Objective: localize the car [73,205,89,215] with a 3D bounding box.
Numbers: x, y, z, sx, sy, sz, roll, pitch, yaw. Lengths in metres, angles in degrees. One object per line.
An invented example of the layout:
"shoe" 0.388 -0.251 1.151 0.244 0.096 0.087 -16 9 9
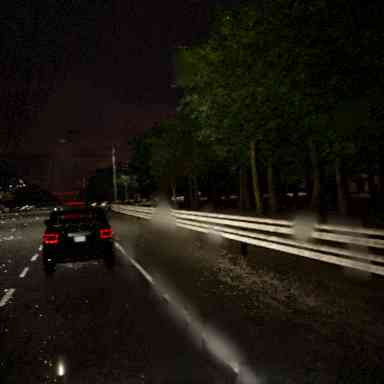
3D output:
"car" -18.654 2.958 56.196 1.837 1.490 4.892 -4 -1 -12

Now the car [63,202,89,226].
"car" -11.793 2.101 33.812 2.150 2.045 5.566 -3 0 -20

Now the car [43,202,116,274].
"car" -4.179 1.536 12.292 2.150 2.045 5.566 -3 0 -20
